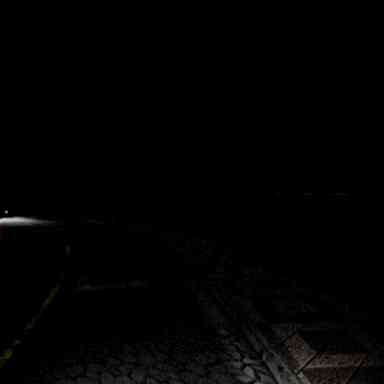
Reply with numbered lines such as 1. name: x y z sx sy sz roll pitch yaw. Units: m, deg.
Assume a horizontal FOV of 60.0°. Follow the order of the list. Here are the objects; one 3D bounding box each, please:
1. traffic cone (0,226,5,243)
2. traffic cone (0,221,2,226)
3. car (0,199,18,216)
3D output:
1. traffic cone: -8.636 1.971 14.984 0.340 0.580 0.340 0 0 -26
2. traffic cone: -10.957 1.961 19.021 0.340 0.580 0.340 0 0 -34
3. car: -17.635 1.460 30.898 2.128 1.511 4.902 0 0 -40
